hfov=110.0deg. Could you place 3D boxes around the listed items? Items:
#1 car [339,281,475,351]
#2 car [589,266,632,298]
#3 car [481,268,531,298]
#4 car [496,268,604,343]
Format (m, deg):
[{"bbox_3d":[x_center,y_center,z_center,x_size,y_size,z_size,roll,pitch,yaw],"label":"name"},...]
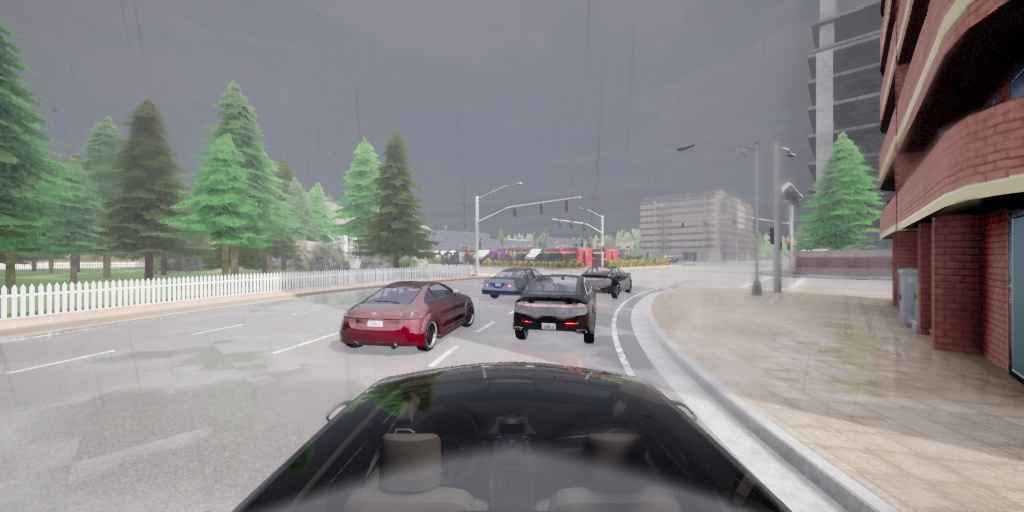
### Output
[{"bbox_3d":[-2.365,1.314,9.105,1.994,1.385,4.181,0,0,10],"label":"car"},{"bbox_3d":[4.836,1.236,18.338,2.128,1.511,4.902,1,1,29],"label":"car"},{"bbox_3d":[0.463,1.297,17.823,2.033,1.411,5.357,0,0,25],"label":"car"},{"bbox_3d":[1.344,1.242,9.777,2.128,1.511,4.902,0,0,14],"label":"car"}]
